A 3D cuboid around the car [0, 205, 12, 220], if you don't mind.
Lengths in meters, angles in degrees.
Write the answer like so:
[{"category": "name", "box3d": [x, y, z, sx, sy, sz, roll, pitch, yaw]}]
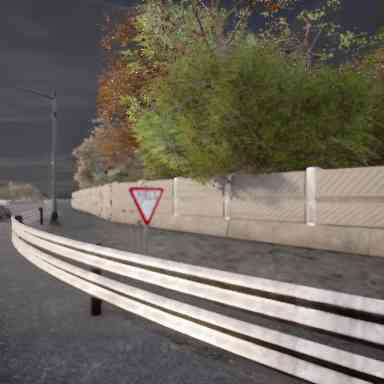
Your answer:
[{"category": "car", "box3d": [-19.425, 1.969, 33.073, 2.033, 1.411, 5.357, 0, -1, -17]}]
